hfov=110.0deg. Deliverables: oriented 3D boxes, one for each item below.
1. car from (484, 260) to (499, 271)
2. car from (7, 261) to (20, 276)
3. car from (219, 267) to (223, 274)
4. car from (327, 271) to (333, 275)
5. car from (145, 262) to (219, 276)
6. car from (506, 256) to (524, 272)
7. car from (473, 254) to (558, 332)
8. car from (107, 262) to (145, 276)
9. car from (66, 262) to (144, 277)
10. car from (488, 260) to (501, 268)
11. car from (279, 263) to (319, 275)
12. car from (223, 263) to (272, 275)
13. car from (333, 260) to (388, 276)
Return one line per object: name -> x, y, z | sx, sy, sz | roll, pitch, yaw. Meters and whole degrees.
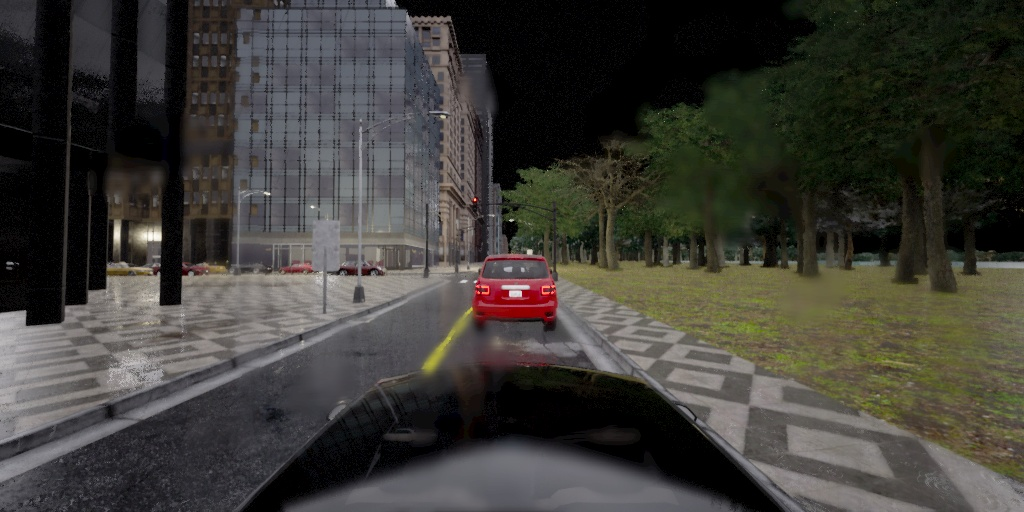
car -> -3.046, 1.384, 53.077 | 2.033, 1.411, 5.357 | 0, 0, -3
car -> -46.396, 1.140, 32.636 | 4.097, 1.591, 1.967 | 0, 0, 0
car -> -35.586, 1.445, 41.159 | 4.829, 1.417, 1.751 | 0, 0, 0
car -> -15.377, 1.302, 35.375 | 5.357, 1.411, 2.033 | 0, -2, 5
car -> -29.932, 1.237, 32.637 | 4.507, 1.381, 1.888 | 0, 0, 0
car -> 0.356, 1.049, 50.516 | 2.150, 2.045, 5.566 | 0, 0, -2
car -> 0.103, 0.974, 11.040 | 2.150, 2.045, 5.566 | 0, 0, 0
car -> -35.250, 1.220, 32.637 | 4.829, 1.417, 1.751 | 0, 0, 0
car -> -40.051, 1.316, 35.340 | 5.357, 1.411, 2.033 | 0, -2, 0
car -> -2.982, 1.440, 63.121 | 1.994, 1.385, 4.181 | 0, 0, 1
car -> -24.442, 1.495, 41.160 | 4.207, 1.307, 1.802 | 0, 0, 0
car -> -29.928, 1.482, 41.160 | 4.313, 1.339, 1.948 | 0, 0, 0
car -> -13.502, 1.122, 32.639 | 4.097, 1.591, 1.967 | 0, 0, -1
